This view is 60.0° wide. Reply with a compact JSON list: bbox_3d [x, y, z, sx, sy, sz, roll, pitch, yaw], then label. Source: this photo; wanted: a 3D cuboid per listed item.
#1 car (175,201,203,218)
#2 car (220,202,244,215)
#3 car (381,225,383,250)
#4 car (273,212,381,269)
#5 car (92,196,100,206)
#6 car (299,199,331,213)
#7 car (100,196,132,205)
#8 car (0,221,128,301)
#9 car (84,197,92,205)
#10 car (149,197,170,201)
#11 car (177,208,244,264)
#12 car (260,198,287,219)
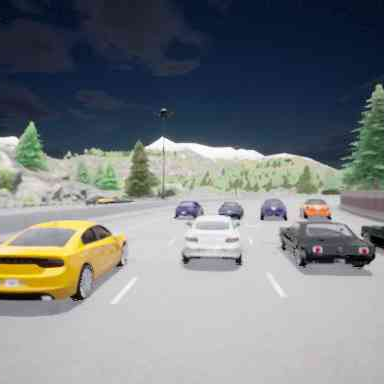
[{"bbox_3d":[-0.207,1.478,28.664,1.812,1.442,4.674,0,0,12],"label":"car"},{"bbox_3d":[3.401,1.532,28.747,1.994,1.385,4.181,0,0,12],"label":"car"},{"bbox_3d":[7.752,1.616,11.744,1.895,1.301,4.718,0,0,5],"label":"car"},{"bbox_3d":[4.189,1.601,11.214,1.895,1.301,4.718,0,0,5],"label":"car"},{"bbox_3d":[-12.447,1.338,50.594,1.882,1.535,5.008,0,0,19],"label":"car"},{"bbox_3d":[10.576,1.352,28.805,2.097,1.767,4.553,0,0,13],"label":"car"},{"bbox_3d":[-10.278,1.479,46.075,1.895,1.301,4.718,0,0,18],"label":"car"},{"bbox_3d":[-3.021,1.450,8.335,1.882,1.535,5.008,0,0,4],"label":"car"},{"bbox_3d":[-15.204,1.347,53.313,1.837,1.490,4.892,0,0,19],"label":"car"},{"bbox_3d":[-4.988,1.441,50.853,2.033,1.411,5.357,0,0,20],"label":"car"},{"bbox_3d":[0.742,1.510,11.642,1.812,1.442,4.674,0,0,5],"label":"car"},{"bbox_3d":[6.890,1.337,28.329,2.097,1.767,4.553,0,0,12],"label":"car"}]
